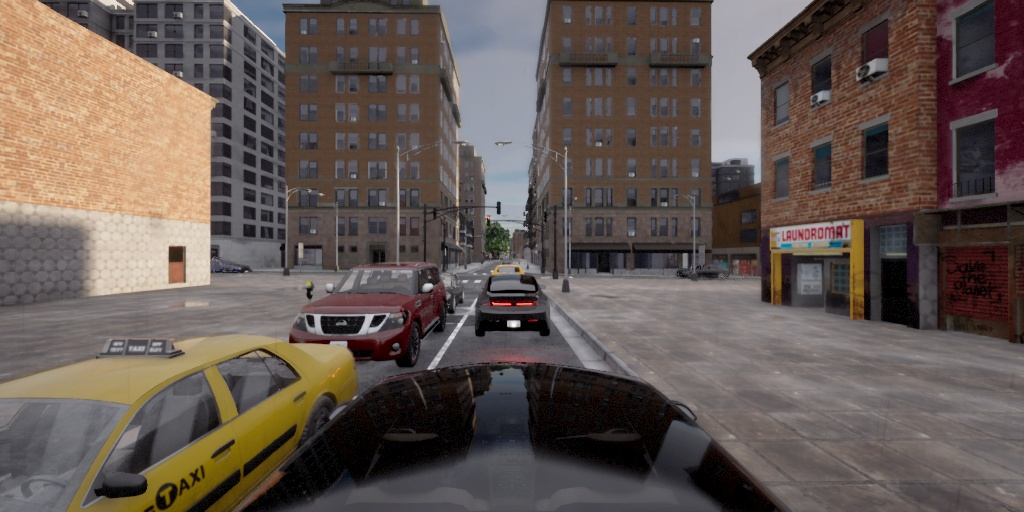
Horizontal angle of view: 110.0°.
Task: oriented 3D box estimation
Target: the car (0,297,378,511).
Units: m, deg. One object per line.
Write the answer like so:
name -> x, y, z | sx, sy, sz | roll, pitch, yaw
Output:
car -> -2.629, 1.275, 2.279 | 1.751, 1.417, 4.829 | 0, 0, -1

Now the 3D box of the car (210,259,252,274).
car -> -26.530, 0.987, 32.183 | 5.357, 1.411, 2.033 | 1, 0, -1

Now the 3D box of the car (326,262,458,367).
car -> -2.728, 1.065, 8.062 | 2.192, 1.841, 5.009 | 0, 0, -1

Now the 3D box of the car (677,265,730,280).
car -> 19.085, 1.594, 35.898 | 4.892, 1.490, 1.837 | 1, 0, -1

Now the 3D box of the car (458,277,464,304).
car -> -2.824, 1.302, 13.676 | 2.007, 1.370, 4.403 | 0, 0, -1

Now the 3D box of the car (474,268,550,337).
car -> -0.029, 1.256, 10.358 | 1.837, 1.490, 4.892 | 0, 0, -2

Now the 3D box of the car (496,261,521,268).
car -> -0.210, 1.231, 20.373 | 1.882, 1.535, 5.008 | 0, 0, -1
